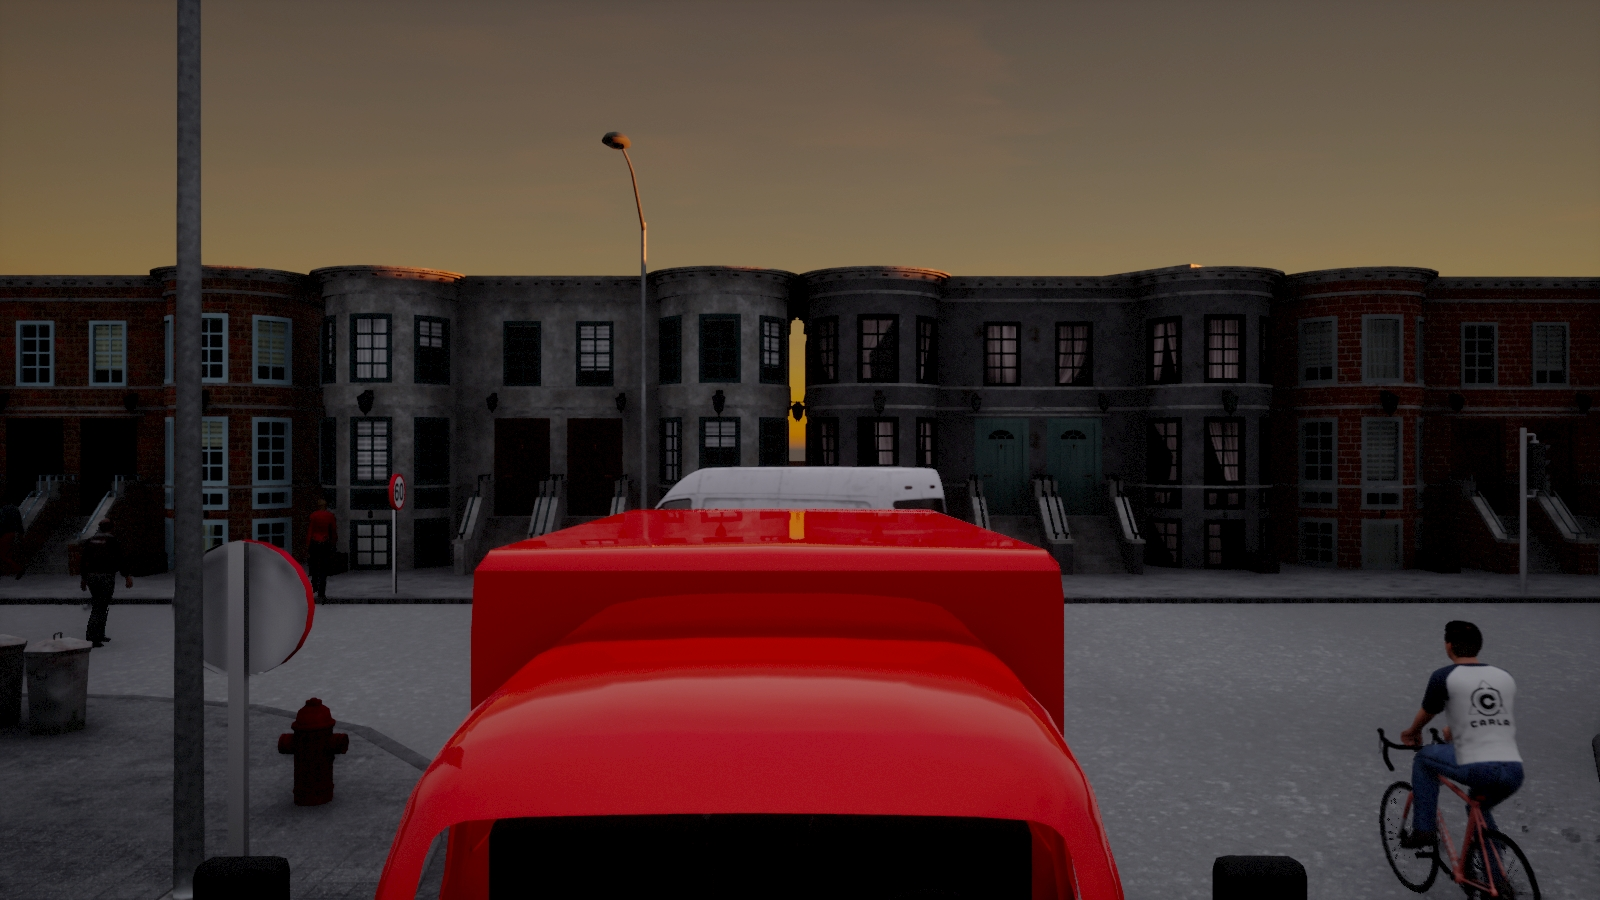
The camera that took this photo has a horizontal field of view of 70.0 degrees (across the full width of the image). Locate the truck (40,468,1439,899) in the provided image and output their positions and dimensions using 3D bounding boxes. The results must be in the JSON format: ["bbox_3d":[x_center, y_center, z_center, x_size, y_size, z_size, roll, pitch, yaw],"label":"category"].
[{"bbox_3d":[-0.117,1.348,4.748,2.627,2.467,5.204,0,0,0],"label":"truck"}]

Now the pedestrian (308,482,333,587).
[{"bbox_3d":[-8.703,1.525,20.743,0.375,1.860,0.375,0,0,-29],"label":"pedestrian"}]

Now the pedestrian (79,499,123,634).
[{"bbox_3d":[-9.851,1.629,16.102,0.375,1.860,0.375,0,0,7],"label":"pedestrian"}]

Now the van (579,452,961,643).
[{"bbox_3d":[-0.619,1.314,17.801,5.915,2.561,1.988,0,-1,35],"label":"van"}]

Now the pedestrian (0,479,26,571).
[{"bbox_3d":[-16.184,1.526,23.443,0.375,1.860,0.375,0,0,-2],"label":"pedestrian"}]
